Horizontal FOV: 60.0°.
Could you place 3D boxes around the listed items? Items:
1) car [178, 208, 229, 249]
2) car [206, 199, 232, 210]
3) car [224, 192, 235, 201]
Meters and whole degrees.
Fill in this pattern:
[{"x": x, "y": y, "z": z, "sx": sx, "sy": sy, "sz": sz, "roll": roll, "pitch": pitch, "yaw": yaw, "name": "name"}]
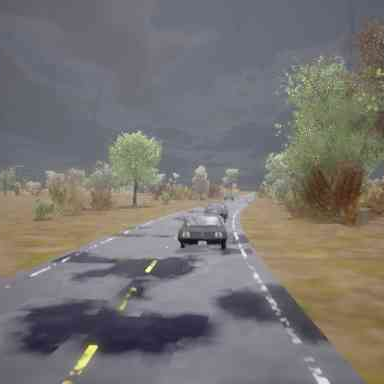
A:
[{"x": 0.549, "y": 1.612, "z": 14.534, "sx": 1.895, "sy": 1.301, "sz": 4.718, "roll": 0, "pitch": 0, "yaw": 4, "name": "car"}, {"x": 2.187, "y": 1.556, "z": 29.300, "sx": 1.994, "sy": 1.385, "sz": 4.181, "roll": 0, "pitch": 0, "yaw": 8, "name": "car"}, {"x": 8.617, "y": 1.078, "z": 76.944, "sx": 2.150, "sy": 2.045, "sz": 5.566, "roll": 0, "pitch": 0, "yaw": 12, "name": "car"}]
